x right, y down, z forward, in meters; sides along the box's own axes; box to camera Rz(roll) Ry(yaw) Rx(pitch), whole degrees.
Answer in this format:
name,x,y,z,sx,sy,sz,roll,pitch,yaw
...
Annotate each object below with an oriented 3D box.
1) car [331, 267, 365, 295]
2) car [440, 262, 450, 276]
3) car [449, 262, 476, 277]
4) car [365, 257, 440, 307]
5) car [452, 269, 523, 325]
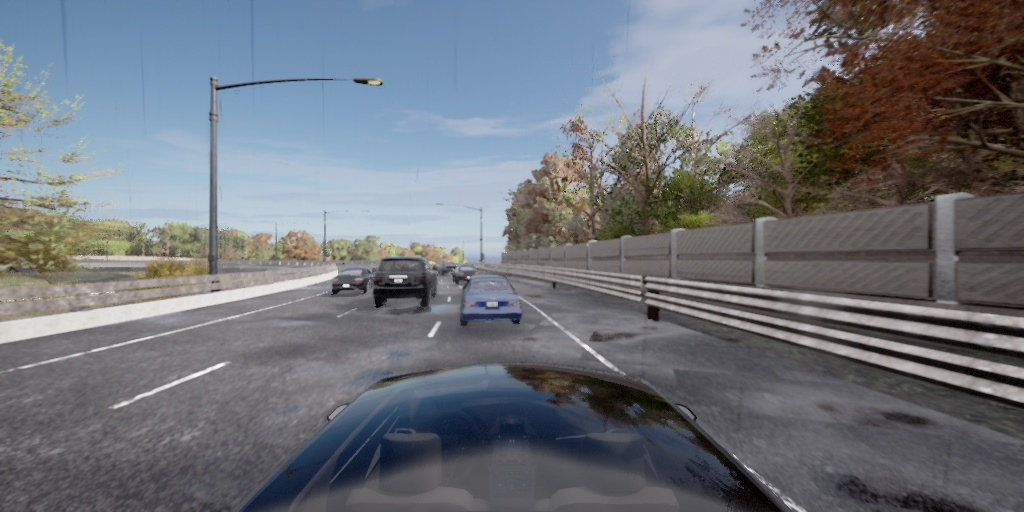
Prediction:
name,x,y,z,sx,sy,sz,roll,pitch,yaw
car,-9.018,1.382,20.810,1.812,1.442,4.674,0,0,-11
car,-7.311,1.459,40.213,1.837,1.490,4.892,0,0,-20
car,-3.641,1.413,28.191,1.812,1.442,4.674,0,0,-14
car,-4.683,1.050,16.313,2.150,2.045,5.566,0,0,-7
car,-0.807,1.351,12.104,2.033,1.411,5.357,0,0,-6
